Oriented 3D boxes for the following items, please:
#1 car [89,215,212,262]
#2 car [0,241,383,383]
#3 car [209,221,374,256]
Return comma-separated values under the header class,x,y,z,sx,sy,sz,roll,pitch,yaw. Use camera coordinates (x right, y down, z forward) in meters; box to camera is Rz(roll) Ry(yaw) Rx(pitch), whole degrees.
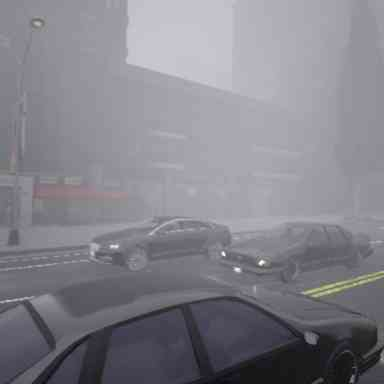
class,x,y,z,sx,sy,sz,roll,pitch,yaw
car,-0.860,1.535,11.005,4.902,1.511,2.128,1,0,-35
car,-0.271,1.558,3.246,5.357,1.411,2.033,1,0,-36
car,3.341,1.612,9.979,5.357,1.411,2.033,1,0,-35
